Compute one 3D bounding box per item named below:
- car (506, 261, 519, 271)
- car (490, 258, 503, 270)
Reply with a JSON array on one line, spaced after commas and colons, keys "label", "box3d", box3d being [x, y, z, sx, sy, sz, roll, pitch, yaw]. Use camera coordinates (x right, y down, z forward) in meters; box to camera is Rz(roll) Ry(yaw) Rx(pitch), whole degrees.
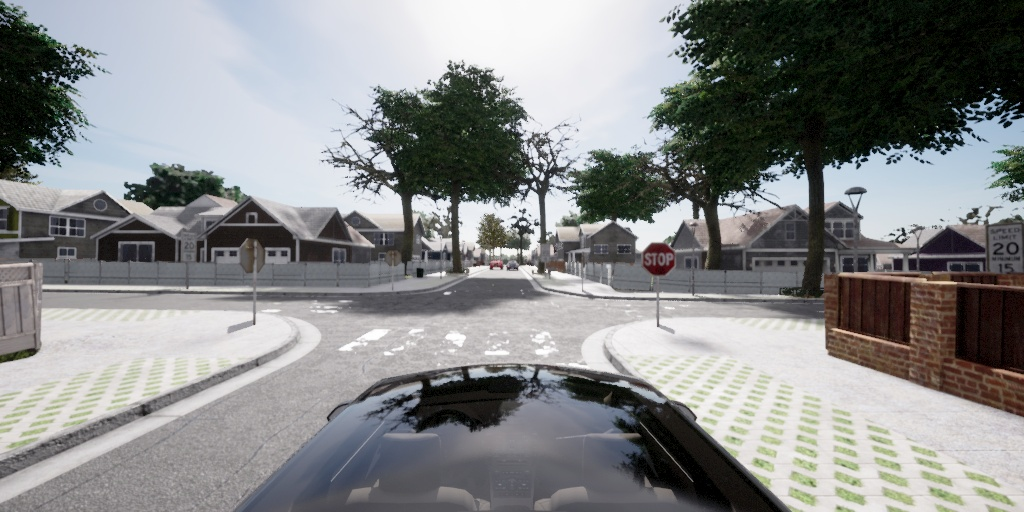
[{"label": "car", "box3d": [0.082, 1.657, 56.998, 1.895, 1.301, 4.718, 0, -1, 0]}, {"label": "car", "box3d": [-2.661, 1.339, 62.364, 2.150, 2.045, 5.566, 0, -1, 0]}]
